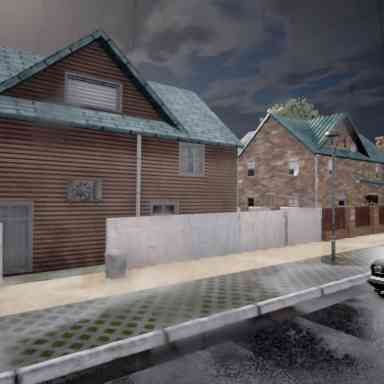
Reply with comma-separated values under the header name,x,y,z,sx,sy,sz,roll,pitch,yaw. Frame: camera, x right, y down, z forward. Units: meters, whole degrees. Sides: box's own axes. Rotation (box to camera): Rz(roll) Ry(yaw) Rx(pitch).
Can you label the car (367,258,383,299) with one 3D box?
name,x,y,z,sx,sy,sz,roll,pitch,yaw
car,5.827,1.608,7.227,4.718,1.301,1.895,0,0,-35
